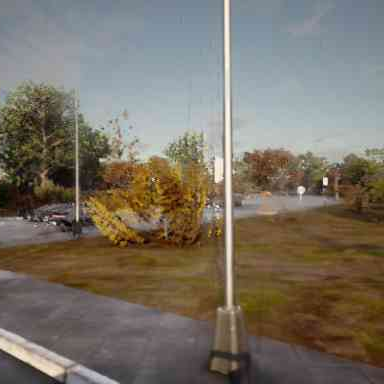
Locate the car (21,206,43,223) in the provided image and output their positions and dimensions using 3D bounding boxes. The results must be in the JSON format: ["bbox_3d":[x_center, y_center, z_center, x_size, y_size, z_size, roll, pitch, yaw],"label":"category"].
[{"bbox_3d":[-11.248,1.773,27.955,1.837,1.490,4.892,-1,0,39],"label":"car"}]

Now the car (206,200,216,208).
[{"bbox_3d":[0.967,1.649,48.699,1.837,1.490,4.892,-1,0,39],"label":"car"}]

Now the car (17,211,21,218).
[{"bbox_3d":[-13.477,1.905,30.767,1.895,1.301,4.718,-1,0,39],"label":"car"}]

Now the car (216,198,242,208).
[{"bbox_3d":[5.254,1.613,48.434,2.033,1.411,5.357,-1,0,39],"label":"car"}]

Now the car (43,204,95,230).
[{"bbox_3d":[-6.844,1.686,22.102,2.128,1.511,4.902,-1,0,39],"label":"car"}]
